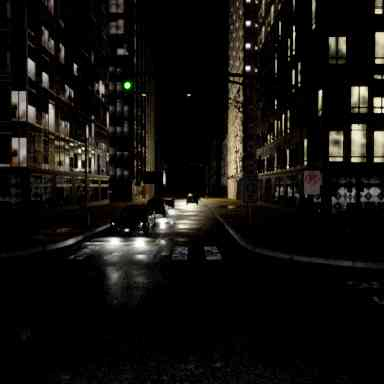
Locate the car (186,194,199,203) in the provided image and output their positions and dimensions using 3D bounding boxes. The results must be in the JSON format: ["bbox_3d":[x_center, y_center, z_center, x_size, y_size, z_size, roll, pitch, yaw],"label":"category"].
[{"bbox_3d":[0.057,1.076,59.744,2.128,1.511,4.902,0,0,0],"label":"car"}]

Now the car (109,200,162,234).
[{"bbox_3d":[-3.080,1.393,18.364,2.033,1.411,5.357,0,0,0],"label":"car"}]

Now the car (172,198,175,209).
[{"bbox_3d":[-3.052,1.299,40.290,1.895,1.301,4.718,0,0,0],"label":"car"}]

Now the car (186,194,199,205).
[{"bbox_3d":[0.047,1.195,49.328,2.033,1.411,5.357,0,0,0],"label":"car"}]

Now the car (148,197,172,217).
[{"bbox_3d":[-3.066,1.281,28.593,1.837,1.490,4.892,0,0,0],"label":"car"}]
